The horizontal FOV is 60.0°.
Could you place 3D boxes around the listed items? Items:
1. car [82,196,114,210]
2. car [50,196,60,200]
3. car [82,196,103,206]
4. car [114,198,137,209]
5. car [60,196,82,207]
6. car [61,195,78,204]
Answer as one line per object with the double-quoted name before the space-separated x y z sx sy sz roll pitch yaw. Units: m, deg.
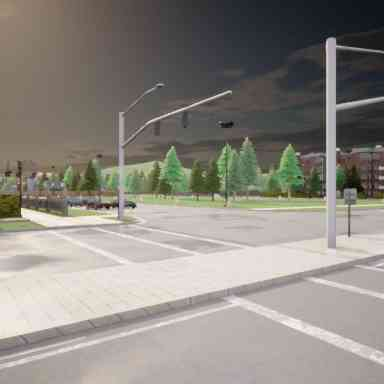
"car" -12.154 1.601 42.802 1.895 1.301 4.718 0 0 -36
"car" -25.455 1.503 61.207 1.837 1.490 4.892 0 0 -35
"car" -16.477 1.505 54.718 1.837 1.490 4.892 0 0 -36
"car" -9.367 1.547 44.912 2.033 1.411 5.357 0 0 -36
"car" -18.299 1.505 51.261 1.837 1.490 4.892 0 0 -36
"car" -24.137 1.466 65.404 1.882 1.535 5.008 0 0 -36
